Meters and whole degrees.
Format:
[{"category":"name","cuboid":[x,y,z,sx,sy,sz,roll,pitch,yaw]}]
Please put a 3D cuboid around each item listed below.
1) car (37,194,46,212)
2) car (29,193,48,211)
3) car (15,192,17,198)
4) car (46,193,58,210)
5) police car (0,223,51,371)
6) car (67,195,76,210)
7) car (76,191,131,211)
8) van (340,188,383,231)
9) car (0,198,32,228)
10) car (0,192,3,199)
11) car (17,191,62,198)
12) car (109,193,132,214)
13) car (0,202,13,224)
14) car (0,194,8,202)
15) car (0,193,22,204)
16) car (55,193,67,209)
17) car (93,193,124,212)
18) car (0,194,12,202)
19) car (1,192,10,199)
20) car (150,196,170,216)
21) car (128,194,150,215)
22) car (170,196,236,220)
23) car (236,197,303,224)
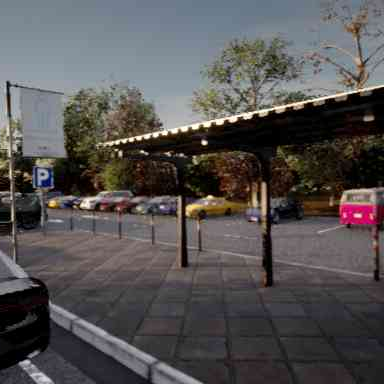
[{"category":"car","cuboid":[-16.568,1.245,42.361,2.163,1.488,4.792,0,1,44]},{"category":"car","cuboid":[-18.519,1.244,44.346,2.163,1.488,4.792,0,1,44]},{"category":"car","cuboid":[-22.497,0.960,48.218,2.435,2.045,5.566,0,2,44]},{"category":"car","cuboid":[-14.435,1.197,40.577,1.946,1.575,5.366,0,1,44]},{"category":"police car","cuboid":[-4.045,1.439,5.225,5.238,1.638,1.930,0,1,44]},{"category":"car","cuboid":[-10.593,1.185,36.561,2.231,1.521,4.892,0,1,44]},{"category":"car","cuboid":[-8.629,0.918,34.603,2.435,2.045,5.566,0,1,44]},{"category":"van","cuboid":[9.349,0.810,17.258,1.878,1.987,4.442,0,1,44]},{"category":"car","cuboid":[-13.290,1.471,20.670,1.946,1.575,5.366,0,1,44]},{"category":"car","cuboid":[-28.457,0.939,54.033,2.435,2.045,5.566,0,2,44]},{"category":"car","cuboid":[-20.550,0.964,46.238,2.435,2.045,5.566,0,1,44]},{"category":"car","cuboid":[-4.627,1.140,30.753,2.097,1.535,5.008,0,1,44]},{"category":"car","cuboid":[-15.163,1.523,22.764,2.002,1.452,4.674,0,1,44]},{"category":"car","cuboid":[-38.403,1.155,63.715,2.231,1.521,4.892,0,2,44]},{"category":"car","cuboid":[-32.428,1.049,57.915,2.185,1.767,4.553,0,2,44]},{"category":"car","cuboid":[-12.580,1.195,38.502,2.097,1.535,5.008,0,1,44]},{"category":"car","cuboid":[-6.613,1.154,32.692,2.097,1.535,5.008,0,1,44]},{"category":"car","cuboid":[-36.549,1.163,61.639,1.946,1.575,5.366,0,2,44]},{"category":"car","cuboid":[-26.356,1.190,52.212,1.946,1.575,5.366,0,2,44]},{"category":"car","cuboid":[-0.637,1.140,26.893,2.163,1.488,4.792,0,1,44]},{"category":"car","cuboid":[-2.640,1.126,28.815,2.231,1.521,4.892,0,1,44]},{"category":"car","cuboid":[1.198,1.098,24.800,1.946,1.575,5.366,0,1,44]},{"category":"car","cuboid":[5.281,1.098,21.035,2.163,1.488,4.792,0,1,44]}]
